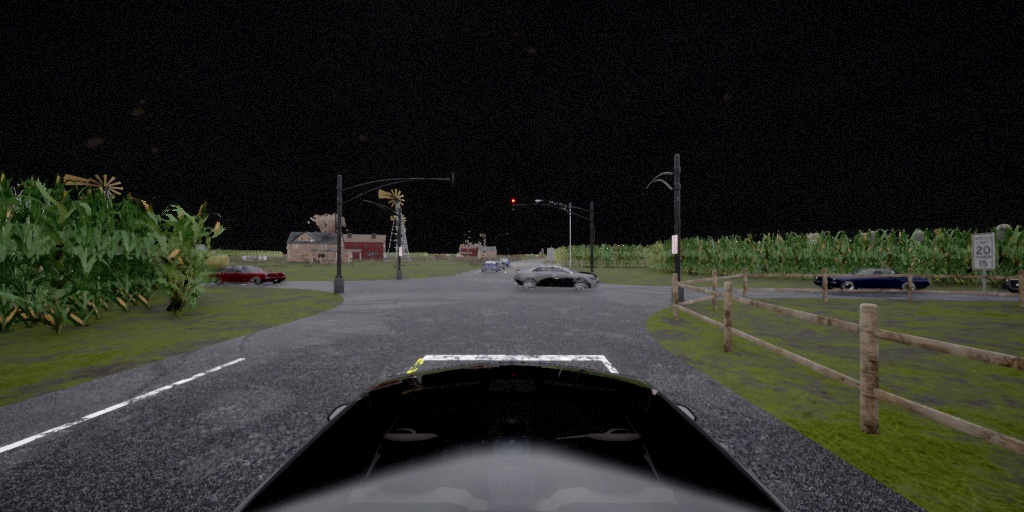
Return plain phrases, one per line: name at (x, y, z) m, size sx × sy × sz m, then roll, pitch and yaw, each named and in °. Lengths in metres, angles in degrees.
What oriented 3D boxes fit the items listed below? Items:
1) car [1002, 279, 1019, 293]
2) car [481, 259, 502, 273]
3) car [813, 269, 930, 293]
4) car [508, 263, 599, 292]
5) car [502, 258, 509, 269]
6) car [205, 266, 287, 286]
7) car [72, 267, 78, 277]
car at (29.349, 1.377, 19.028) m, size 4.181 × 1.385 × 1.994 m, roll 0°, pitch -1°, yaw 10°
car at (-2.595, 1.271, 43.910) m, size 1.812 × 1.442 × 4.674 m, roll 0°, pitch 0°, yaw 3°
car at (20.381, 1.401, 20.577) m, size 4.718 × 1.301 × 1.895 m, roll 0°, pitch -1°, yaw 9°
car at (2.528, 1.239, 20.886) m, size 4.902 × 1.511 × 2.128 m, roll 0°, pitch 0°, yaw 10°
car at (-2.065, 1.303, 53.917) m, size 1.994 × 1.385 × 4.181 m, roll 0°, pitch 0°, yaw 5°
car at (-17.928, 1.313, 24.279) m, size 4.718 × 1.301 × 1.895 m, roll 0°, pitch -1°, yaw 9°
car at (-34.670, 0.909, 27.034) m, size 5.566 × 2.045 × 2.150 m, roll 0°, pitch -1°, yaw 9°
